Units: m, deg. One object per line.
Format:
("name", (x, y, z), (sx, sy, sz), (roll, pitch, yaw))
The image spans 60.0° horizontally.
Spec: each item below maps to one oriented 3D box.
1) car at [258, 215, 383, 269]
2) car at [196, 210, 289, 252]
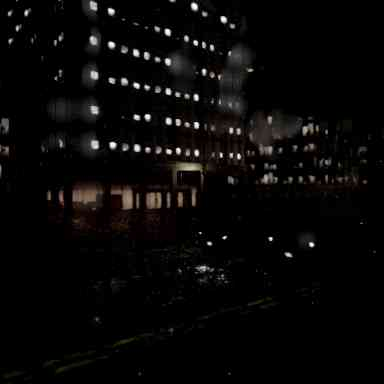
("car", (4.615, 1.537, 11.187), (4.718, 1.301, 1.895), (-1, 0, -37))
("car", (2.763, 1.490, 13.853), (5.357, 1.411, 2.033), (-1, 0, -37))
